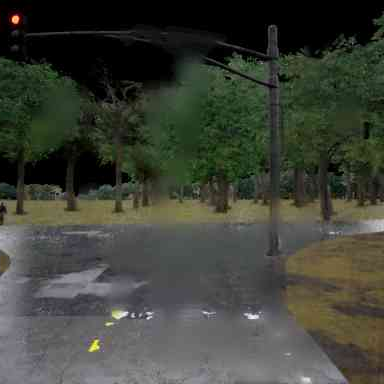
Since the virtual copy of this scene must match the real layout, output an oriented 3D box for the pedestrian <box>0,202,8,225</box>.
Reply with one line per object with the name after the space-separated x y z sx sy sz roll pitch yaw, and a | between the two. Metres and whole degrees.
-15.242 1.718 26.759 0.375 1.860 0.375 0 -1 0 | pedestrian
